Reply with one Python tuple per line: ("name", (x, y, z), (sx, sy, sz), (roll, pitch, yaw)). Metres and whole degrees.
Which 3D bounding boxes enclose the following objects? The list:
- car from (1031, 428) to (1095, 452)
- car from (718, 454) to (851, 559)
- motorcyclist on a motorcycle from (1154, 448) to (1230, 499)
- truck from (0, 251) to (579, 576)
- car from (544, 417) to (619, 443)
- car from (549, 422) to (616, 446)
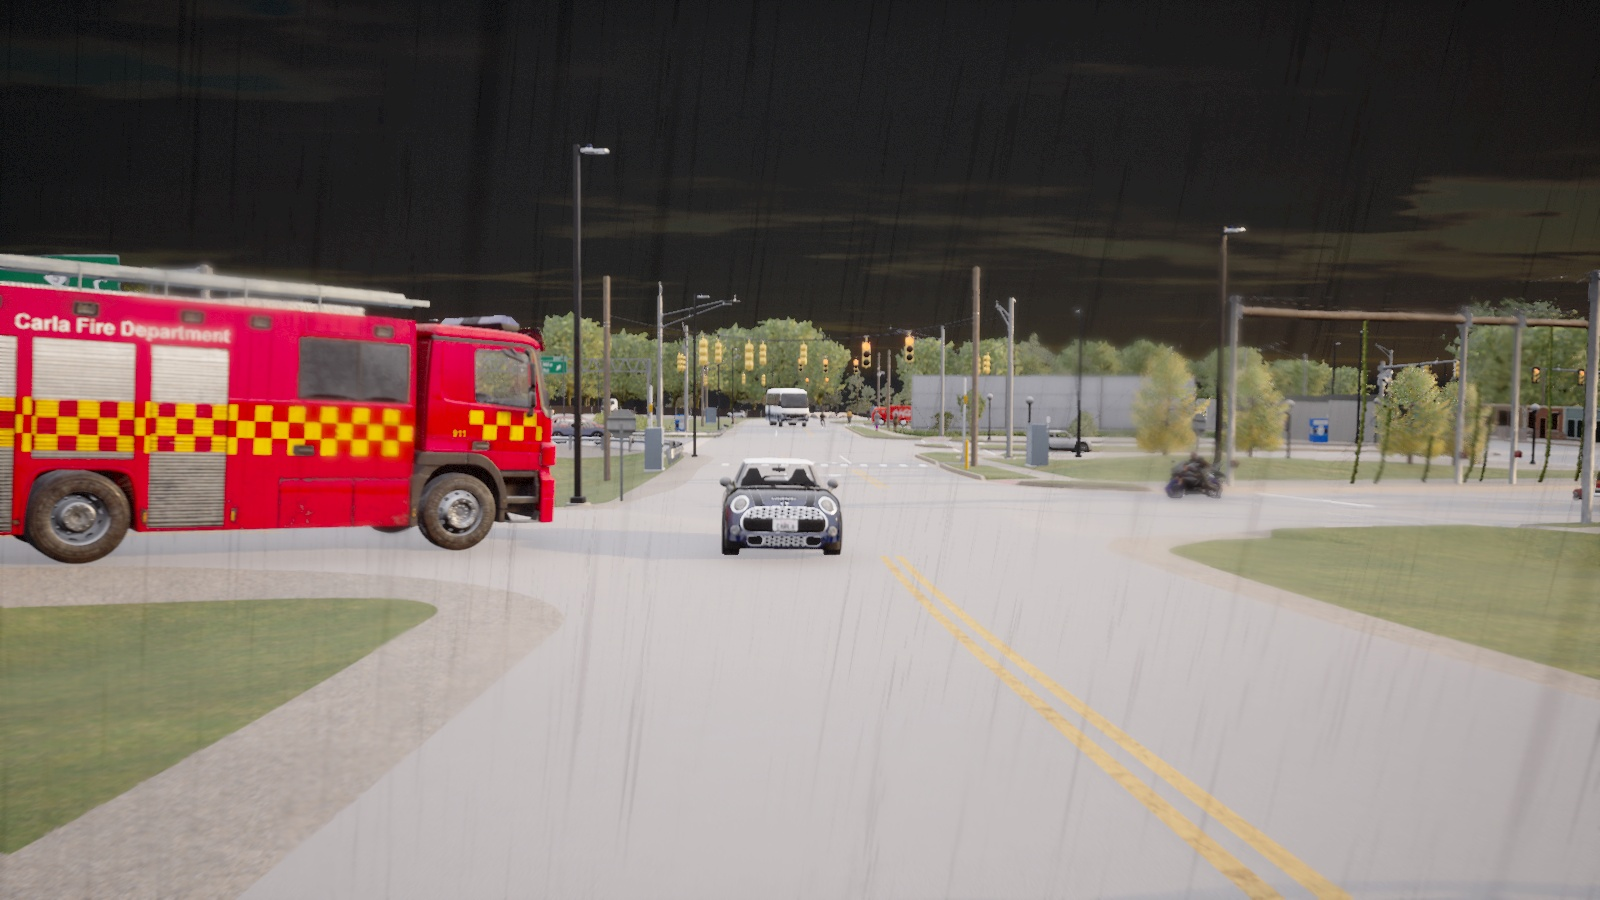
("car", (17.591, -0.691, 84.117), (3.806, 1.475, 1.970), (1, 3, -3))
("car", (-0.357, 0.867, 20.895), (1.970, 1.475, 3.806), (1, 1, -4))
("motorcyclist on a motorcycle", (12.347, 0.741, 39.569), (2.191, 1.530, 0.866), (1, 2, -24))
("truck", (-7.713, -0.454, 18.178), (8.468, 3.827, 2.891), (1, 2, -41))
("car", (-14.370, -1.302, 82.712), (4.611, 1.667, 2.242), (0, 2, -3))
("car", (-13.686, -1.026, 78.993), (3.806, 1.475, 1.970), (0, 2, 3))
